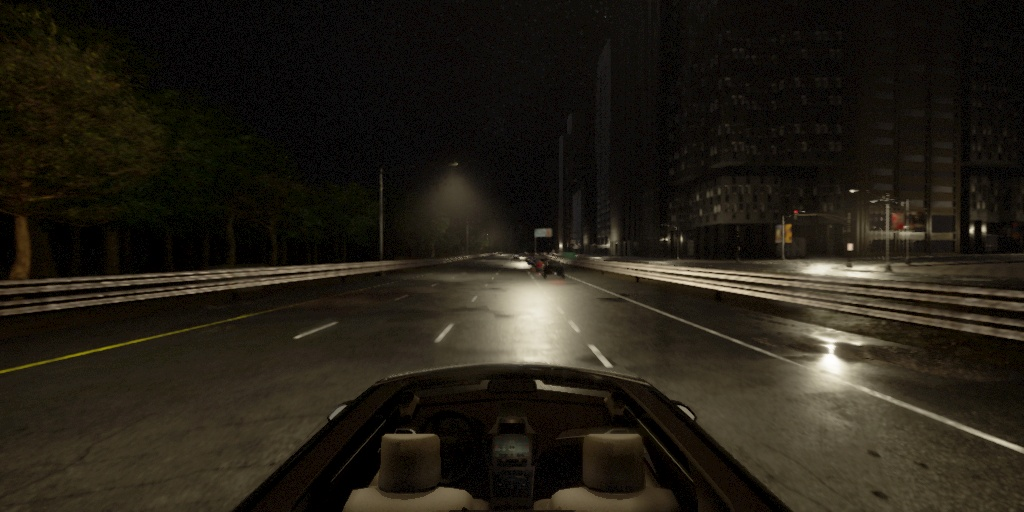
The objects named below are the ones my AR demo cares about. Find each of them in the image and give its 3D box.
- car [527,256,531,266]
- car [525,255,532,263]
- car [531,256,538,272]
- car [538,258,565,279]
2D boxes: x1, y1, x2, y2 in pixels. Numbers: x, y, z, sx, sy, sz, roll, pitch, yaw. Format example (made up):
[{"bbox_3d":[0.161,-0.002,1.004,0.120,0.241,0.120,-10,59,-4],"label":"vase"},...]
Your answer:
[{"bbox_3d":[3.789,1.085,53.906,2.128,1.511,4.902,0,0,1],"label":"car"},{"bbox_3d":[3.923,1.043,64.869,1.994,1.385,4.181,0,1,1],"label":"car"},{"bbox_3d":[3.680,1.067,42.936,2.033,1.649,4.856,0,0,1],"label":"car"},{"bbox_3d":[3.596,1.180,31.965,1.837,1.490,4.892,0,0,0],"label":"car"}]
